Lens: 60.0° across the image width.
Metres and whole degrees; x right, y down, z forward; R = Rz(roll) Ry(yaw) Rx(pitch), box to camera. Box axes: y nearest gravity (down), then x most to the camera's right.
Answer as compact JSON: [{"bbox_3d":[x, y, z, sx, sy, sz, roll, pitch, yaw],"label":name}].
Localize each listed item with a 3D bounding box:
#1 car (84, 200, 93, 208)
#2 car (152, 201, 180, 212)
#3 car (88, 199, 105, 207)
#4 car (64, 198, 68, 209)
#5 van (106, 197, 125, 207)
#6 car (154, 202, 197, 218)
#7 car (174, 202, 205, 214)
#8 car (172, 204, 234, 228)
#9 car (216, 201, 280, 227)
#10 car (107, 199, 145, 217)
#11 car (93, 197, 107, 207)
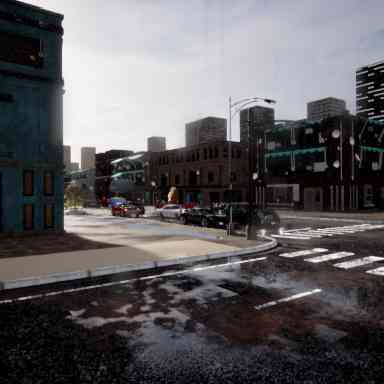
[{"bbox_3d":[-19.309,2.230,63.075,1.994,1.385,4.181,-1,0,-35],"label":"car"},{"bbox_3d":[-3.560,1.966,45.329,1.802,1.307,4.206,-2,0,-35],"label":"car"},{"bbox_3d":[-19.569,2.227,67.905,1.887,1.381,4.507,-1,0,-35],"label":"car"},{"bbox_3d":[-23.105,2.232,58.403,1.752,1.417,4.829,-1,0,-35],"label":"car"},{"bbox_3d":[-13.171,1.907,58.875,1.690,1.788,3.998,-1,0,-35],"label":"van"},{"bbox_3d":[-1.595,1.912,32.560,1.895,1.301,4.718,-1,0,-35],"label":"car"},{"bbox_3d":[-0.360,1.903,40.814,1.802,1.307,4.206,-2,0,-35],"label":"car"},{"bbox_3d":[0.732,1.814,24.575,1.947,1.339,4.313,-1,0,-35],"label":"car"},{"bbox_3d":[4.209,1.547,24.257,2.097,1.767,4.553,-1,0,-34],"label":"car"},{"bbox_3d":[-7.198,1.846,35.965,1.967,1.590,4.097,-1,0,-35],"label":"car"},{"bbox_3d":[-16.373,1.939,63.390,2.192,1.841,5.009,-1,0,-35],"label":"car"}]
